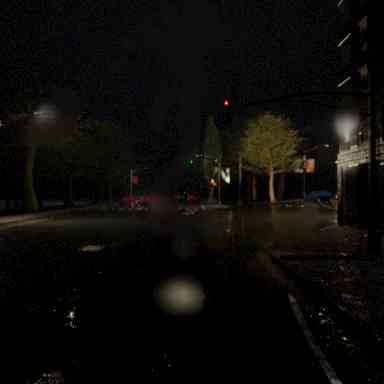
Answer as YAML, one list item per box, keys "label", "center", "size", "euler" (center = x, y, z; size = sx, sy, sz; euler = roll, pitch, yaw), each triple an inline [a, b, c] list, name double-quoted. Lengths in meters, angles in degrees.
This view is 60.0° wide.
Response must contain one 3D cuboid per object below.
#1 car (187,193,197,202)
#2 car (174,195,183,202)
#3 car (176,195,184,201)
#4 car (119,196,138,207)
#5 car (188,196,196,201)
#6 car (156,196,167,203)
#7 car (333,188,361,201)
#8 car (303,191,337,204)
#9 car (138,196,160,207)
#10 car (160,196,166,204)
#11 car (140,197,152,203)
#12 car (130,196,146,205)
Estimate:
- label: "car"
  center: [-0.012, 1.352, 79.676]
  size: [2.150, 2.045, 5.566]
  euler: [0, 0, 0]
- label: "car"
  center: [-3.262, 1.485, 80.006]
  size: [2.097, 1.767, 4.553]
  euler: [0, 0, 0]
- label: "car"
  center: [-3.264, 1.681, 90.063]
  size: [1.837, 1.490, 4.892]
  euler: [0, -1, 0]
- label: "car"
  center: [-9.758, 1.425, 50.627]
  size: [1.882, 1.535, 5.008]
  euler: [0, 0, 0]
- label: "car"
  center: [-0.014, 1.721, 90.063]
  size: [2.033, 1.411, 5.357]
  euler: [0, -1, 0]
- label: "car"
  center: [-6.511, 1.569, 71.203]
  size: [1.837, 1.490, 4.892]
  euler: [0, 0, 0]
- label: "car"
  center: [22.713, 0.310, 48.573]
  size: [4.553, 1.767, 2.097]
  euler: [-2, 1, -43]
- label: "car"
  center: [16.012, 0.625, 42.248]
  size: [5.008, 1.535, 1.882]
  euler: [-2, 1, -43]
- label: "car"
  center: [-6.508, 1.425, 50.627]
  size: [1.882, 1.535, 5.008]
  euler: [0, 0, 0]
- label: "car"
  center: [-6.511, 1.549, 61.006]
  size: [2.033, 1.411, 5.357]
  euler: [0, 0, 0]
- label: "car"
  center: [-9.761, 1.660, 70.701]
  size: [1.895, 1.301, 4.718]
  euler: [0, 0, 0]
- label: "car"
  center: [-9.764, 1.491, 60.632]
  size: [2.128, 1.511, 4.902]
  euler: [0, 0, 0]
